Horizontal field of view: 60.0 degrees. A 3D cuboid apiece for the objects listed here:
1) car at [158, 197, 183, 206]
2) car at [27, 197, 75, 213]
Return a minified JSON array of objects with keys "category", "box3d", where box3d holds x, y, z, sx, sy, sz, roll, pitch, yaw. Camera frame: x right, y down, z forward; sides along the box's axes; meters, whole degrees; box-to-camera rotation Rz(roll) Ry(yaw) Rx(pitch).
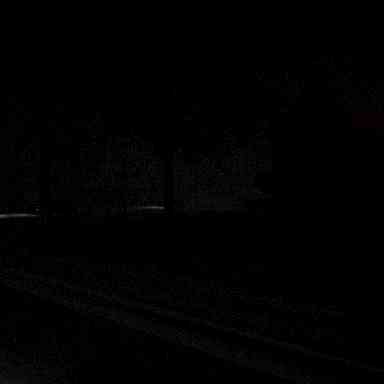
[{"category":"car","box3d":[-3.217,1.451,50.554,1.812,1.442,4.674,0,0,34]},{"category":"car","box3d":[-14.393,1.277,34.103,2.097,1.767,4.553,0,0,34]}]
